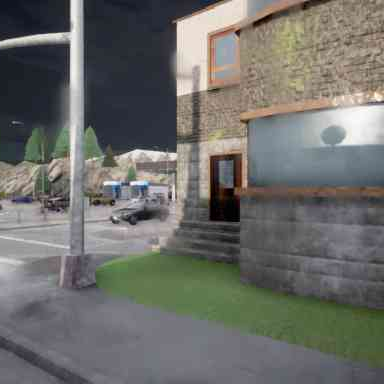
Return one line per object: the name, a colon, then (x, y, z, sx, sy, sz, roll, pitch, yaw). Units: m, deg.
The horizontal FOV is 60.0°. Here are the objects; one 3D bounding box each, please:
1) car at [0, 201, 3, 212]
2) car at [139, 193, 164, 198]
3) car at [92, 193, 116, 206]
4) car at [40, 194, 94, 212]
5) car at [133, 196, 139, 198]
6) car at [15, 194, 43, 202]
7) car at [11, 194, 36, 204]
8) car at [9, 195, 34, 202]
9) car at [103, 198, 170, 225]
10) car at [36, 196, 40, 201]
car: (-20.215, 1.247, 31.575, 1.970, 1.475, 3.806, 0, 0, 35)
car: (-5.838, 1.092, 51.939, 1.905, 1.878, 3.866, 0, 0, 35)
car: (-13.059, 1.113, 47.405, 1.932, 1.855, 4.605, 0, 0, 35)
car: (-13.159, 1.313, 35.223, 2.007, 1.523, 4.514, 0, 0, 35)
car: (-8.202, 1.376, 54.355, 1.970, 1.475, 3.806, 0, 0, 35)
car: (-36.223, 1.346, 74.062, 2.152, 1.636, 5.027, 0, 0, 35)
car: (-30.968, 1.335, 60.963, 1.845, 1.501, 3.633, 0, 0, 35)
car: (-38.816, 1.355, 75.828, 2.007, 1.523, 4.514, 0, 0, 35)
car: (-3.408, 1.349, 22.453, 1.812, 1.442, 4.674, 0, 0, 35)
car: (-22.827, 1.313, 55.167, 2.007, 1.523, 4.514, 0, 0, 35)
